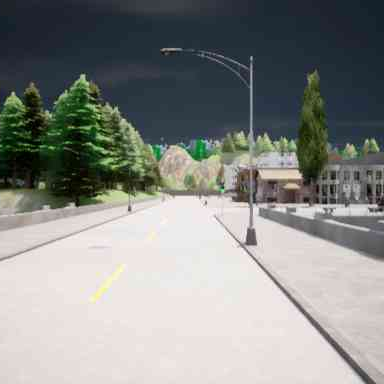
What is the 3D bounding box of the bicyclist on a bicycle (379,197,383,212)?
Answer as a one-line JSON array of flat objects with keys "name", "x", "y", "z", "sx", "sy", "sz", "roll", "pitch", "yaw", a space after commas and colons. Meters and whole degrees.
[{"name": "bicyclist on a bicycle", "x": 20.114, "y": 1.326, "z": 34.854, "sx": 0.582, "sy": 1.620, "sz": 1.656, "roll": 0, "pitch": 0, "yaw": 0}]
